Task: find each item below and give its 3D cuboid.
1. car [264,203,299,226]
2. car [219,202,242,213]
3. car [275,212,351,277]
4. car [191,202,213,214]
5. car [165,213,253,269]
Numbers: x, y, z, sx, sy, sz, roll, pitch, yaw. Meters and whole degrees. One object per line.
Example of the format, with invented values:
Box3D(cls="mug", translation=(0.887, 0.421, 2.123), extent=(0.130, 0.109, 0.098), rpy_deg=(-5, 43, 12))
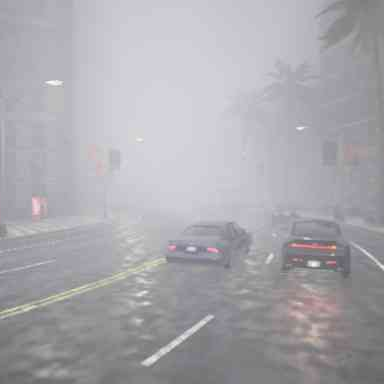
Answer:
Box3D(cls="car", translation=(6.949, 1.652, 25.871), extent=(2.097, 1.767, 4.553), rpy_deg=(0, -1, 4))
Box3D(cls="car", translation=(4.951, 2.013, 43.512), extent=(2.128, 1.511, 4.902), rpy_deg=(0, -1, -14))
Box3D(cls="car", translation=(4.022, 1.629, 10.846), extent=(1.837, 1.490, 4.892), rpy_deg=(0, -1, 21))
Box3D(cls="car", translation=(1.248, 2.014, 43.933), extent=(1.882, 1.535, 5.008), rpy_deg=(0, -1, -14))
Box3D(cls="car", translation=(0.840, 1.691, 11.790), extent=(2.033, 1.411, 5.357), rpy_deg=(0, -1, 20))
